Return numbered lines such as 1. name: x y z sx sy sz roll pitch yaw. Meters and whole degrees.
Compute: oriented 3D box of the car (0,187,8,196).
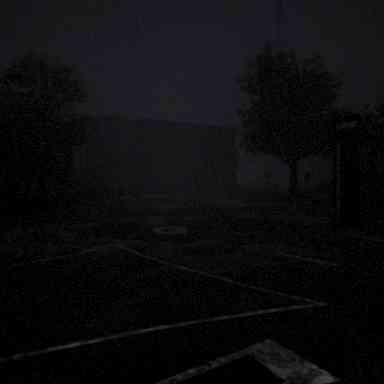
1. car: -25.175 -0.074 43.491 2.231 1.521 4.892 0 2 9
